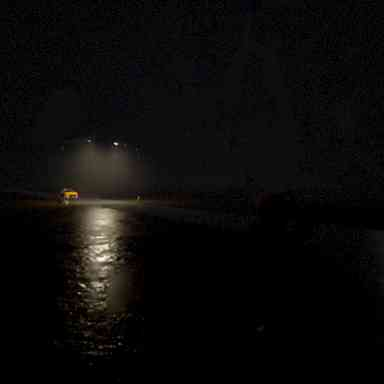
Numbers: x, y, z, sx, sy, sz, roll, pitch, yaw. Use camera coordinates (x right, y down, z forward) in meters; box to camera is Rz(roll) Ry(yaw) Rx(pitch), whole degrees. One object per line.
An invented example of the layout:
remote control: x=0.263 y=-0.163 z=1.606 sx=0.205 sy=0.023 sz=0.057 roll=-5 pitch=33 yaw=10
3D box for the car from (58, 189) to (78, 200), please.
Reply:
car: x=-18.630 y=0.276 z=49.935 sx=1.882 sy=1.535 sz=5.008 roll=0 pitch=2 yaw=-35
